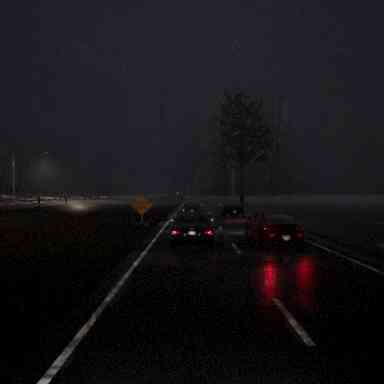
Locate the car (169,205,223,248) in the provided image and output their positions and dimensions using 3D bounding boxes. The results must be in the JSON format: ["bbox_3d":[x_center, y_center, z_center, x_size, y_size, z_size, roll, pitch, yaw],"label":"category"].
[{"bbox_3d":[0.000,1.544,14.648,2.033,1.411,5.357,0,0,0],"label":"car"}]

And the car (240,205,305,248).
[{"bbox_3d":[3.500,1.514,14.648,1.812,1.442,4.674,0,0,0],"label":"car"}]

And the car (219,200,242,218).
[{"bbox_3d":[3.500,1.461,29.652,1.882,1.535,5.008,0,0,0],"label":"car"}]

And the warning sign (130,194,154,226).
[{"bbox_3d":[-3.057,1.083,20.363,1.300,1.860,1.060,0,0,0],"label":"warning sign"}]

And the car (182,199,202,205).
[{"bbox_3d":[0.000,1.548,29.651,1.994,1.385,4.181,0,0,0],"label":"car"}]
